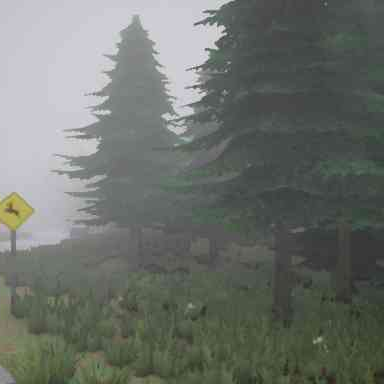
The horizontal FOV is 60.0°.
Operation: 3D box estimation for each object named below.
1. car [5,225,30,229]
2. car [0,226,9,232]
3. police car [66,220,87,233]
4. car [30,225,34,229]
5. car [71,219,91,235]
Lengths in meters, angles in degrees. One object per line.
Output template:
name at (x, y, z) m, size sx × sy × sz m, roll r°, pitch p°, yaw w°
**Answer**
car at (-33.835, 7.205, 64.090) m, size 4.902 × 1.511 × 2.128 m, roll -6°, pitch -4°, yaw 42°
car at (-45.636, 8.757, 78.692) m, size 4.718 × 1.301 × 1.895 m, roll -2°, pitch -1°, yaw 28°
police car at (-12.972, 4.494, 38.930) m, size 1.930 × 1.638 × 5.238 m, roll 0°, pitch -5°, yaw -12°
car at (-34.759, 7.513, 69.257) m, size 4.718 × 1.301 × 1.895 m, roll -6°, pitch -4°, yaw 42°
car at (-16.318, 5.090, 48.872) m, size 2.150 × 2.045 × 5.566 m, roll 0°, pitch -5°, yaw -25°
